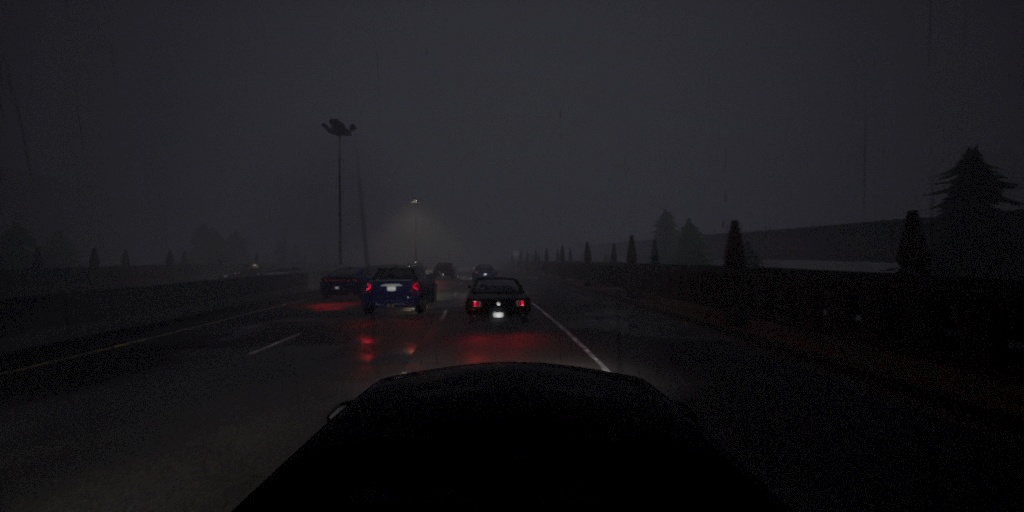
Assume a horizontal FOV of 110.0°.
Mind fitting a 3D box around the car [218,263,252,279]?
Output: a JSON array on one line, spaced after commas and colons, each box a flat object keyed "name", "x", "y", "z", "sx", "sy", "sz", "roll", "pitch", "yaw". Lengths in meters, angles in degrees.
[{"name": "car", "x": -23.805, "y": 1.424, "z": 32.000, "sx": 2.128, "sy": 1.511, "sz": 4.902, "roll": 0, "pitch": 0, "yaw": -6}]

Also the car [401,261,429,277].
[{"name": "car", "x": -10.149, "y": 1.363, "z": 37.944, "sx": 2.128, "sy": 1.511, "sz": 4.902, "roll": 0, "pitch": 0, "yaw": -6}]

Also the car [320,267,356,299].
[{"name": "car", "x": -8.202, "y": 1.299, "z": 18.771, "sx": 1.882, "sy": 1.535, "sz": 5.008, "roll": 0, "pitch": 0, "yaw": -5}]

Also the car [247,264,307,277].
[{"name": "car", "x": -16.083, "y": 1.403, "z": 25.301, "sx": 1.812, "sy": 1.442, "sz": 4.674, "roll": 0, "pitch": 0, "yaw": -6}]

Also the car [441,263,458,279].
[{"name": "car", "x": -6.125, "y": 1.344, "z": 33.016, "sx": 1.837, "sy": 1.490, "sz": 4.892, "roll": 0, "pitch": 0, "yaw": -6}]

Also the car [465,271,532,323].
[{"name": "car", "x": -0.555, "y": 1.367, "z": 12.236, "sx": 1.895, "sy": 1.301, "sz": 4.718, "roll": 0, "pitch": 0, "yaw": -5}]

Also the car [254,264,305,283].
[{"name": "car", "x": -20.226, "y": 1.438, "z": 31.401, "sx": 1.812, "sy": 1.442, "sz": 4.674, "roll": 0, "pitch": 0, "yaw": -6}]

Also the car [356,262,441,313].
[{"name": "car", "x": -4.290, "y": 1.143, "z": 14.353, "sx": 2.097, "sy": 1.767, "sz": 4.553, "roll": 0, "pitch": 0, "yaw": -5}]

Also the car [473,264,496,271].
[{"name": "car", "x": -2.243, "y": 1.375, "z": 29.458, "sx": 1.994, "sy": 1.385, "sz": 4.181, "roll": 0, "pitch": 0, "yaw": -6}]
